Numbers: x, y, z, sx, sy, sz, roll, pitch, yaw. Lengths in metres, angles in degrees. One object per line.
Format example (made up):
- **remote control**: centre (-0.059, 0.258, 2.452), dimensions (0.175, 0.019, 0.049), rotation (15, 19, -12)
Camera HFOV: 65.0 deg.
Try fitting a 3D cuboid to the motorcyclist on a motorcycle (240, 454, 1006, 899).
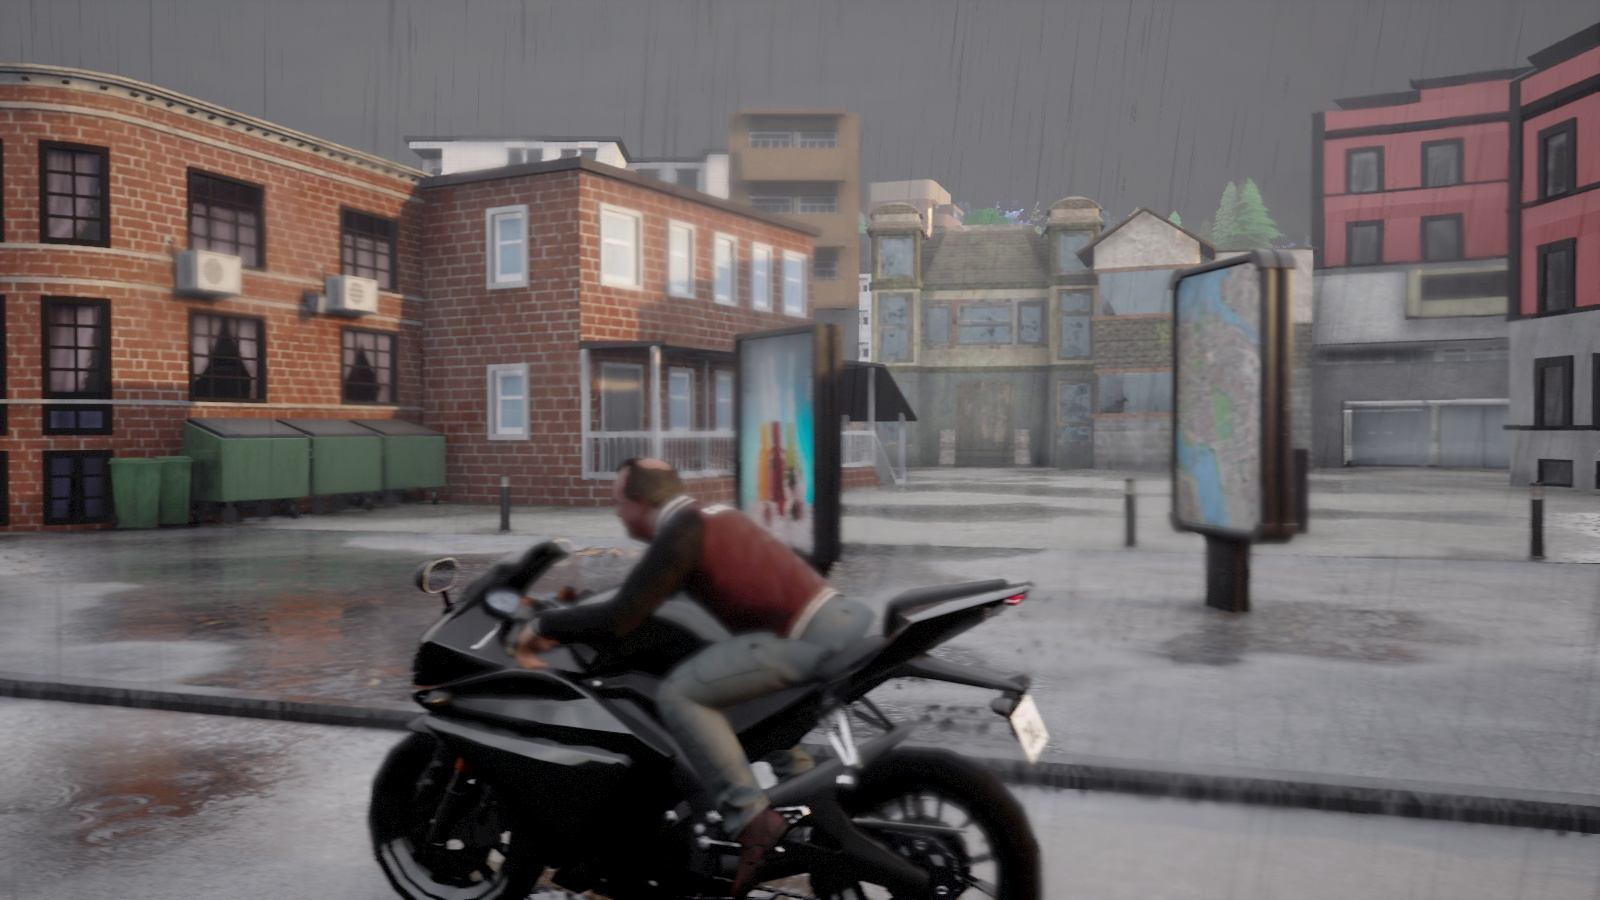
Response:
- **motorcyclist on a motorcycle**: centre (-0.533, 0.797, 3.899), dimensions (2.191, 1.530, 0.866), rotation (1, 1, 19)
